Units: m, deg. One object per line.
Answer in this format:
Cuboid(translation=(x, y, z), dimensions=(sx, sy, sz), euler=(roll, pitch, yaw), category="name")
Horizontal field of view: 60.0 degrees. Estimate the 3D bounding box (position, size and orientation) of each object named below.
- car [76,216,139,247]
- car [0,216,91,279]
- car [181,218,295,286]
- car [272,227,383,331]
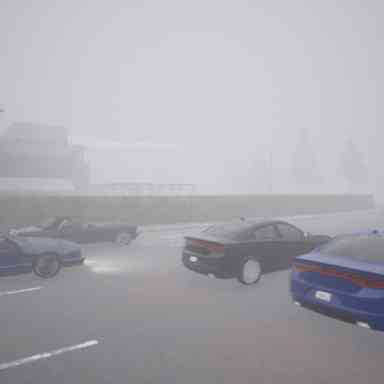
Cuboid(translation=(-4.576, 1.599, 13.382), dimensions=(4.718, 1.301, 1.895), euler=(0, 0, -36), category="car")
Cuboid(translation=(-5.595, 1.547, 8.354), dimensions=(5.357, 1.411, 2.033), euler=(0, 0, -36), category="car")
Cuboid(translation=(2.039, 1.475, 9.503), dimensions=(5.008, 1.535, 1.882), euler=(0, 0, -36), category="car")
Cuboid(translation=(4.068, 1.475, 6.652), dimensions=(5.008, 1.535, 1.882), euler=(0, 0, -36), category="car")
